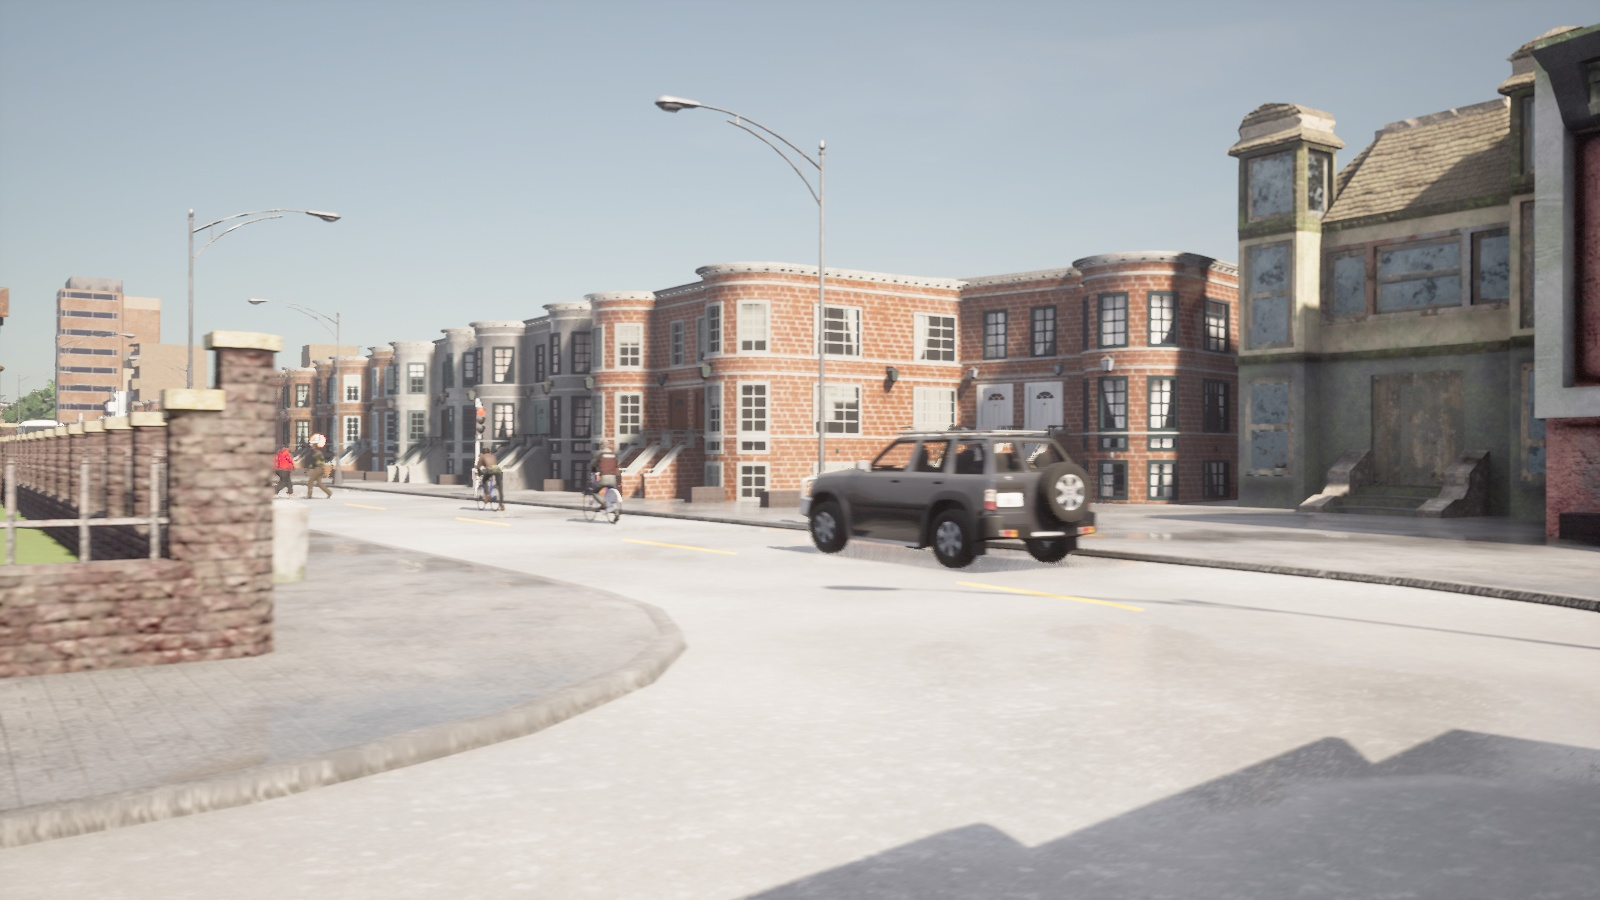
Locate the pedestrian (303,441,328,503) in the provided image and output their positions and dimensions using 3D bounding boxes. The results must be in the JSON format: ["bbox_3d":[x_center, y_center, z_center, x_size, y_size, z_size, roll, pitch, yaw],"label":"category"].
[{"bbox_3d":[-15.231,0.678,39.497,0.692,1.930,0.395,0,0,-27],"label":"pedestrian"}]

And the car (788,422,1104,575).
[{"bbox_3d":[1.879,0.601,17.679,1.932,1.855,4.605,0,0,-33],"label":"car"}]

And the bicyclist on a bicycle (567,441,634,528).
[{"bbox_3d":[-4.228,0.693,26.538,0.659,1.776,1.843,0,0,-34],"label":"bicyclist on a bicycle"}]

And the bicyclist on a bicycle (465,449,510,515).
[{"bbox_3d":[-7.963,0.799,31.967,0.582,1.620,1.656,0,0,-34],"label":"bicyclist on a bicycle"}]

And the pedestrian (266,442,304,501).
[{"bbox_3d":[-16.259,0.682,39.668,0.634,1.844,0.899,0,0,35],"label":"pedestrian"}]
